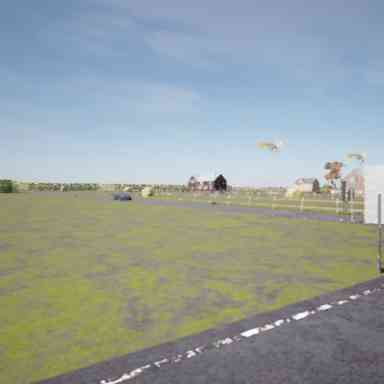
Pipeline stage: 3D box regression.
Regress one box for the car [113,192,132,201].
[{"bbox_3d":[-11.513,0.719,55.033,1.994,1.385,4.181,1,1,-36],"label":"car"}]
